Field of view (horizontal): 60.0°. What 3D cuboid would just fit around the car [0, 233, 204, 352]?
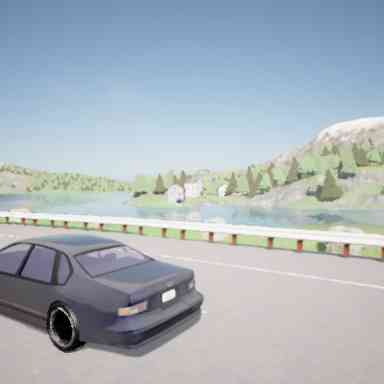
[{"bbox_3d":[-2.420,1.497,6.053,5.357,1.411,2.033,0,1,33],"label":"car"}]
